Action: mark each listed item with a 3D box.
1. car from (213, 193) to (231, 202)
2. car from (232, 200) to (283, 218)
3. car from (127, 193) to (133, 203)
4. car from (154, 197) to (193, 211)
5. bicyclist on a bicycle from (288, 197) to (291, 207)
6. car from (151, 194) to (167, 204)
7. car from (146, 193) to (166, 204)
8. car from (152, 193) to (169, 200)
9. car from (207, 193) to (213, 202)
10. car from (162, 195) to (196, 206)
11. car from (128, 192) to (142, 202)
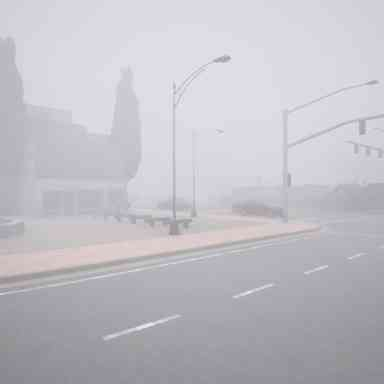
[{"bbox_3d":[6.855,1.395,69.078,3.806,1.475,1.970,0,0,-42],"label":"car"},{"bbox_3d":[6.328,1.478,30.280,1.882,1.535,5.008,0,0,-40],"label":"car"},{"bbox_3d":[-13.014,1.477,58.633,1.882,1.535,5.008,0,0,-40],"label":"car"},{"bbox_3d":[-2.246,1.600,40.394,1.895,1.301,4.718,0,0,-40],"label":"car"},{"bbox_3d":[12.889,1.261,44.859,1.656,1.620,0.582,-7,4,-40],"label":"bicyclist on a bicycle"},{"bbox_3d":[-4.007,1.491,53.604,2.128,1.511,4.902,0,0,-40],"label":"car"},{"bbox_3d":[-5.945,1.477,61.224,1.882,1.535,5.008,0,0,-40],"label":"car"},{"bbox_3d":[-8.163,1.156,85.858,3.866,1.878,1.905,0,0,-42],"label":"car"},{"bbox_3d":[4.935,1.156,71.245,3.866,1.878,1.905,0,0,-42],"label":"car"},{"bbox_3d":[-1.549,1.492,44.988,2.128,1.511,4.902,0,0,-40],"label":"car"},{"bbox_3d":[-12.615,1.098,69.015,2.150,2.045,5.566,0,0,-40],"label":"car"}]
